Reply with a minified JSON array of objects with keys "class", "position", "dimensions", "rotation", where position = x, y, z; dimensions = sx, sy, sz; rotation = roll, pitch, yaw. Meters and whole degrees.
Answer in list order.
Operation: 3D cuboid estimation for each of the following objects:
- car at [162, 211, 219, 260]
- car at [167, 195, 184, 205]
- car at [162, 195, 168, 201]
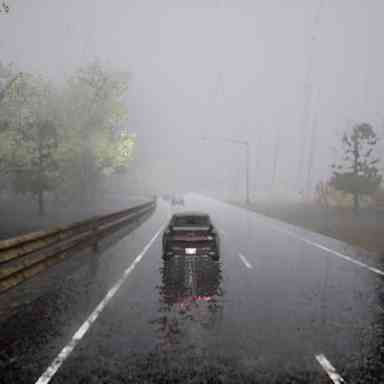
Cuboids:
[{"class":"car","position":[-0.040,1.478,12.337],"dimensions":[1.837,1.490,4.892],"rotation":[0,1,0]},{"class":"car","position":[-2.418,1.365,54.195],"dimensions":[2.128,1.511,4.902],"rotation":[0,0,-7]},{"class":"car","position":[-5.662,1.345,75.485],"dimensions":[1.812,1.442,4.674],"rotation":[0,0,-11]}]
